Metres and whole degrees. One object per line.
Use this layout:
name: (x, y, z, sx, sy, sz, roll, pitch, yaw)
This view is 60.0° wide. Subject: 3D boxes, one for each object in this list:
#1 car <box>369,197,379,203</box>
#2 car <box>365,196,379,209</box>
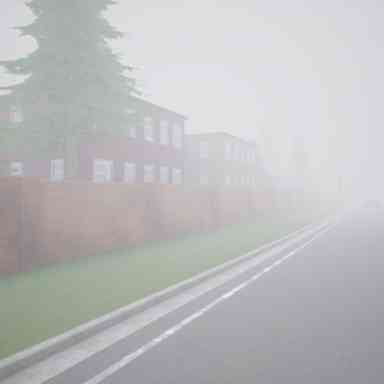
car: (43.821, 1.947, 80.155, 2.033, 1.411, 5.357, 0, 0, 29)
car: (27.808, 1.806, 51.446, 2.033, 1.411, 5.357, 0, 0, 29)
